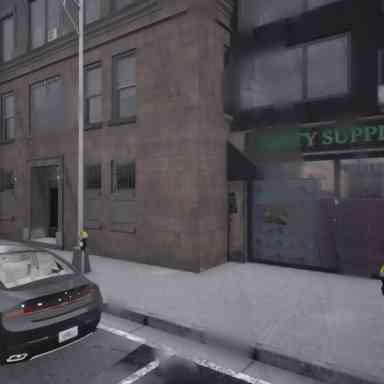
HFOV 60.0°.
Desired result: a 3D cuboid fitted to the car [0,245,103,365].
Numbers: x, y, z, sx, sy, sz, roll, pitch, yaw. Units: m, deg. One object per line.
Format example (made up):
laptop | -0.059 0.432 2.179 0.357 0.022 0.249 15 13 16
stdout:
car | -3.330 1.550 5.452 4.403 1.369 2.008 0 0 35
